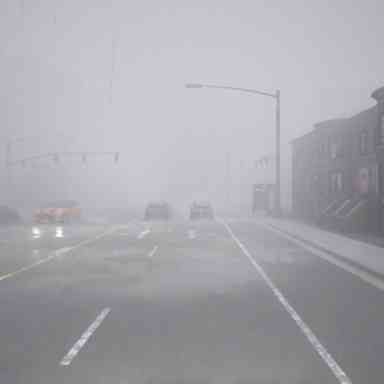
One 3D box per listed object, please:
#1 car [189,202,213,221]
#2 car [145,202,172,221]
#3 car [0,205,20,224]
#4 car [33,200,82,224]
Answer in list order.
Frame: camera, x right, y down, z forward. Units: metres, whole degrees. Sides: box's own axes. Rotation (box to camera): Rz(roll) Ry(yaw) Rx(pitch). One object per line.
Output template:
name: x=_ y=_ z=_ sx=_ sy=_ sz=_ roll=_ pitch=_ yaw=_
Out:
car: x=0.764 y=1.539 z=27.817 sx=2.128 sy=1.511 sz=4.902 roll=0 pitch=0 yaw=1
car: x=-2.743 y=1.538 z=27.666 sx=2.128 sy=1.511 sz=4.902 roll=0 pitch=0 yaw=1
car: x=-13.518 y=1.602 z=22.505 sx=1.994 sy=1.385 sz=4.181 roll=0 pitch=0 yaw=2
car: x=-9.932 y=1.393 z=24.894 sx=2.097 sy=1.767 sz=4.553 roll=0 pitch=0 yaw=2
